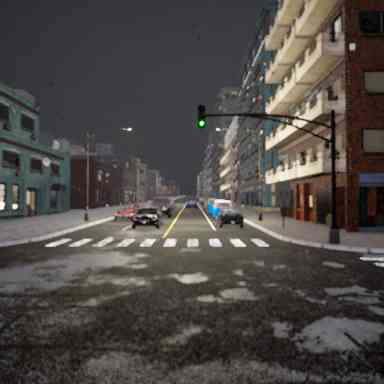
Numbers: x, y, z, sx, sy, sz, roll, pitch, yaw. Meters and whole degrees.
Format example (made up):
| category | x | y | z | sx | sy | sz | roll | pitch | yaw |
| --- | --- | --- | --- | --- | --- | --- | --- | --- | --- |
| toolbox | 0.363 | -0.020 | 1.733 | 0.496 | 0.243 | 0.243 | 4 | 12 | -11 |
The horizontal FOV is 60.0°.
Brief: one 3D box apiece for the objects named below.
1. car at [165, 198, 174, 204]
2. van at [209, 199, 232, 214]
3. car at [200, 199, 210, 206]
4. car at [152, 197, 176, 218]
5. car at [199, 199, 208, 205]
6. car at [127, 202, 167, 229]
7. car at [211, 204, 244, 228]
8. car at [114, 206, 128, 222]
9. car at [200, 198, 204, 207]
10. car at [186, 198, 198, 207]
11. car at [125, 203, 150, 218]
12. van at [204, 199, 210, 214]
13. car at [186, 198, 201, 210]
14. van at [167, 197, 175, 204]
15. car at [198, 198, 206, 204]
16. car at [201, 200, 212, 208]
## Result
| category | x | y | z | sx | sy | sz | roll | pitch | yaw |
| --- | --- | --- | --- | --- | --- | --- | --- | --- | --- |
| car | -5.700 | 2.374 | 85.358 | 1.947 | 1.339 | 4.313 | 1 | 0 | 0 |
| van | 2.697 | 1.638 | 29.598 | 1.690 | 1.788 | 3.998 | 1 | -1 | 0 |
| car | 2.684 | 2.229 | 68.660 | 1.947 | 1.339 | 4.313 | 1 | -1 | 0 |
| car | -3.097 | 1.564 | 34.098 | 2.150 | 2.045 | 5.566 | 0 | -1 | 0 |
| car | 2.682 | 2.305 | 79.822 | 1.887 | 1.381 | 4.507 | 1 | 0 | 0 |
| car | -3.100 | 1.747 | 23.923 | 1.837 | 1.490 | 4.892 | 0 | -1 | 0 |
| car | 2.695 | 1.794 | 24.017 | 2.008 | 1.369 | 4.403 | 1 | -1 | 0 |
| car | -5.687 | 1.879 | 29.558 | 1.802 | 1.307 | 4.206 | 1 | -1 | 0 |
| car | 2.689 | 2.038 | 52.088 | 1.752 | 1.417 | 4.829 | 1 | -1 | 0 |
| car | -0.018 | 1.972 | 63.894 | 2.097 | 1.767 | 4.553 | 0 | -1 | 0 |
| car | -5.688 | 1.896 | 35.139 | 1.887 | 1.381 | 4.507 | 1 | -1 | 0 |
| van | 2.694 | 1.747 | 40.760 | 1.690 | 1.788 | 3.998 | 1 | -1 | 0 |
| car | -0.014 | 2.093 | 53.881 | 1.994 | 1.385 | 4.181 | 0 | -1 | 0 |
| van | -5.698 | 2.197 | 90.941 | 1.690 | 1.788 | 3.998 | 1 | 0 | 0 |
| car | 2.679 | 2.407 | 90.983 | 2.008 | 1.369 | 4.403 | 1 | 0 | 0 |
| car | 2.685 | 2.179 | 63.080 | 1.947 | 1.339 | 4.313 | 1 | -1 | 0 |
